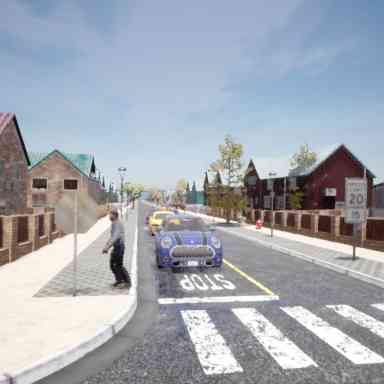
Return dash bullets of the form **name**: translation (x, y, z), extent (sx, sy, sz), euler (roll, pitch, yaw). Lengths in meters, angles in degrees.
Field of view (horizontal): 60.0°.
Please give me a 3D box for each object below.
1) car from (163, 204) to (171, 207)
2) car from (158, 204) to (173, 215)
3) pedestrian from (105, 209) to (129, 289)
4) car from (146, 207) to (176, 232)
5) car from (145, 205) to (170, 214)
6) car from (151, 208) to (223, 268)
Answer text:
- **car**: translation (-2.963, 2.846, 47.334), extent (2.033, 1.411, 5.357), euler (1, -2, -9)
- **car**: translation (-4.608, 2.927, 57.483), extent (2.097, 1.767, 4.553), euler (1, -2, -9)
- **pedestrian**: translation (-1.718, 1.282, 7.631), extent (0.375, 1.860, 0.375), euler (0, 0, -9)
- **car**: translation (-1.884, 2.051, 22.378), extent (1.882, 1.535, 5.008), euler (1, -2, -9)
- **car**: translation (-3.524, 2.353, 32.514), extent (1.837, 1.490, 4.892), euler (1, -2, -9)
- **car**: translation (-0.288, 1.656, 12.385), extent (2.097, 1.767, 4.553), euler (1, -2, -8)
